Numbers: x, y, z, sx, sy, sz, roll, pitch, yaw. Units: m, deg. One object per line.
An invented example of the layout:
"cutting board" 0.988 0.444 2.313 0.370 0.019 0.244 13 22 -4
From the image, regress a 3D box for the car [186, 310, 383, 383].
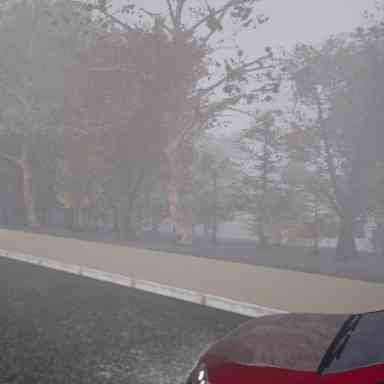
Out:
"car" 1.950 1.566 2.294 4.181 1.385 1.994 0 0 35
